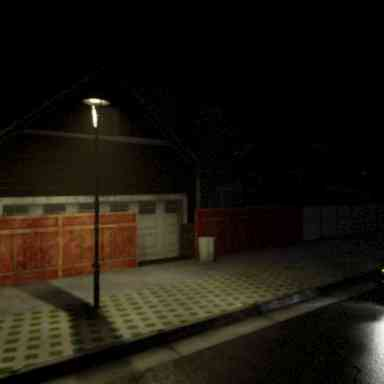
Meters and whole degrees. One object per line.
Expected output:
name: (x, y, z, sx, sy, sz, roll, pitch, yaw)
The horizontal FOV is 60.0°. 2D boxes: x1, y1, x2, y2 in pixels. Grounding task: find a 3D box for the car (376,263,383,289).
car: (6.470, 1.552, 7.852, 5.357, 1.411, 2.033, 0, 0, -37)
